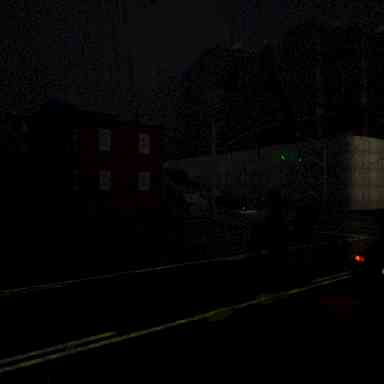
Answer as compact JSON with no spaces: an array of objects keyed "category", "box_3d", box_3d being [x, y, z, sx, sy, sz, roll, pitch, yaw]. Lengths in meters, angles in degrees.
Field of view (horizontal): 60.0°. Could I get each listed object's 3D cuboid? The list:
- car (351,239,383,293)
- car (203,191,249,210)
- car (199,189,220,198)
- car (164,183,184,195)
[{"category":"car","box_3d":[5.579,1.564,7.732,4.181,1.385,1.994,0,0,-35]},{"category":"car","box_3d":[3.999,1.105,37.592,2.033,1.411,5.357,0,5,-36]},{"category":"car","box_3d":[2.859,0.279,45.544,1.812,1.442,4.674,0,8,-36]},{"category":"car","box_3d":[-3.046,-0.465,47.458,1.895,1.301,4.718,0,10,-36]}]
